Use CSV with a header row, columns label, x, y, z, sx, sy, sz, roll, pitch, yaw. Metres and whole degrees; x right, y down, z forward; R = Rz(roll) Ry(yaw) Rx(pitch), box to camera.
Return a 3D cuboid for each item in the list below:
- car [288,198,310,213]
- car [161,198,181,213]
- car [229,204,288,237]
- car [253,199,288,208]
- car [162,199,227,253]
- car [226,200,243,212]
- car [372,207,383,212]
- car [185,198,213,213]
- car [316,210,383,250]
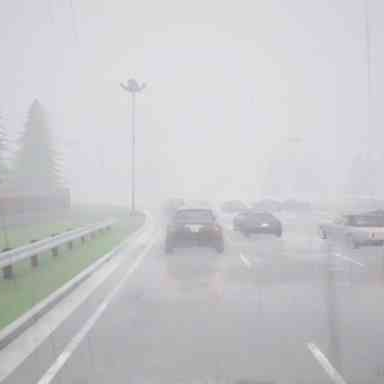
label,x,y,z,sx,sy,sz,roll,pitch,yaw
car,11.493,1.491,38.040,1.882,1.535,5.008,0,0,-13
car,-1.876,1.363,33.675,2.097,1.767,4.553,0,0,-12
car,3.469,1.570,18.225,1.994,1.385,4.181,0,0,-2
car,8.190,1.504,36.752,2.128,1.511,4.902,0,0,-12
car,0.068,1.357,13.936,2.097,1.767,4.553,0,0,-1
car,4.555,1.577,36.972,1.994,1.385,4.181,0,0,-13
car,10.500,1.498,17.543,2.128,1.511,4.902,0,0,-2
car,0.751,1.491,37.998,1.882,1.535,5.008,1,0,-14
car,7.080,1.606,14.319,1.895,1.301,4.718,0,0,-1
